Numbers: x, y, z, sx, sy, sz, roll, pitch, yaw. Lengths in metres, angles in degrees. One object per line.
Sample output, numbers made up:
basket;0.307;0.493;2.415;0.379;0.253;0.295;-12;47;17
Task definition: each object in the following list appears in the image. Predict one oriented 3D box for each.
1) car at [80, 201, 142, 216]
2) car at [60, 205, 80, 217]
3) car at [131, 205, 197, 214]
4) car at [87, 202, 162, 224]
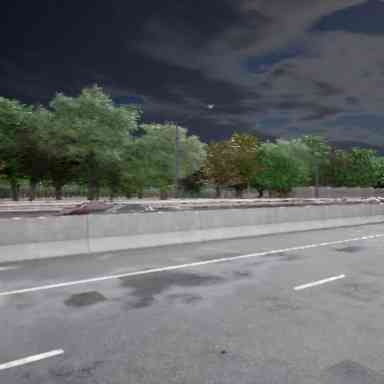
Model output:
car;-4.565;1.510;22.139;4.892;1.490;1.837;1;0;-35
car;-8.571;1.529;27.868;4.674;1.442;1.812;0;0;-35
car;-1.019;1.604;20.346;4.718;1.301;1.895;0;0;-35
car;-5.200;1.552;25.963;5.357;1.411;2.033;0;0;-35
